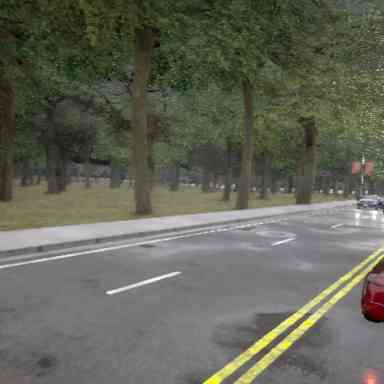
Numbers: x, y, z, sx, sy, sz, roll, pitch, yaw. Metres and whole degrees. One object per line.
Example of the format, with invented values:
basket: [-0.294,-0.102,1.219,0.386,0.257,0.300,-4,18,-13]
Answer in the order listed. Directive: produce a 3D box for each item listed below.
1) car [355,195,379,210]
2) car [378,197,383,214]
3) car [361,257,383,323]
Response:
car: [18.501,1.025,34.385,1.812,1.442,4.674,4,2,39]
car: [17.905,0.898,28.405,2.150,2.045,5.566,4,3,38]
car: [4.568,1.503,6.119,1.994,1.385,4.181,4,3,38]
